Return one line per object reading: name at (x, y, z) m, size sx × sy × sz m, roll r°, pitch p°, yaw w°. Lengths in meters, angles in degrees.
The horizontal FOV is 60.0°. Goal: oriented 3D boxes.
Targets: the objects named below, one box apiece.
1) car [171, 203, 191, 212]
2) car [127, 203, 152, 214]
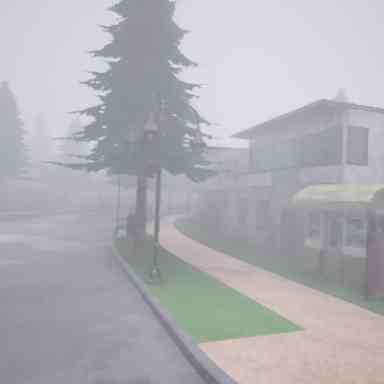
car at (-1.852, 2.605, 56.357) m, size 1.837 × 1.490 × 4.892 m, roll 2°, pitch -2°, yaw 25°
car at (-6.696, 2.128, 43.003) m, size 1.882 × 1.535 × 5.008 m, roll 2°, pitch -1°, yaw 13°
